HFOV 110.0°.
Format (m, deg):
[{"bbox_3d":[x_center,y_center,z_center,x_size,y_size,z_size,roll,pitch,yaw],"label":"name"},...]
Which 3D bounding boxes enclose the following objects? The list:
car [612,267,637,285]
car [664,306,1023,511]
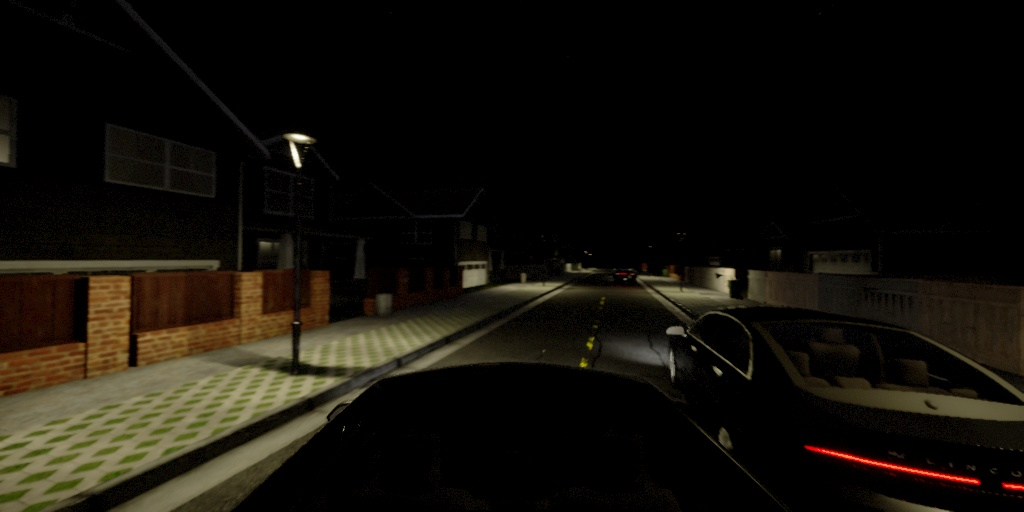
[{"bbox_3d":[9.932,1.723,31.652,2.128,1.511,4.902,1,-1,16],"label":"car"},{"bbox_3d":[2.989,1.322,4.003,1.837,1.490,4.892,1,-1,16],"label":"car"}]
